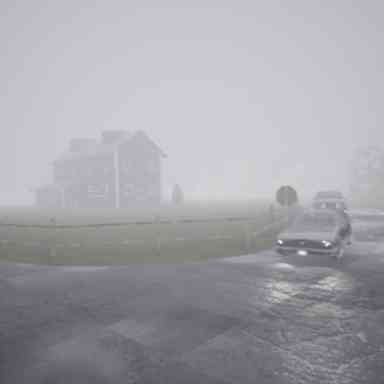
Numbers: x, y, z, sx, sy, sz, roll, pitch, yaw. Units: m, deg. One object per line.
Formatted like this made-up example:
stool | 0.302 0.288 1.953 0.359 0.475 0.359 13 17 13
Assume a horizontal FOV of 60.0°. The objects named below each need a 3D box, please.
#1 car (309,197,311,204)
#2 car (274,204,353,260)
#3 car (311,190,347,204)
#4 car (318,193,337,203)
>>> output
car | 14.783 0.966 38.931 2.128 1.511 4.902 -2 0 15
car | 4.670 1.383 12.146 2.033 1.411 5.357 -1 0 32
car | 10.317 0.864 25.115 2.150 2.045 5.566 -1 0 20
car | 20.737 0.833 50.986 1.994 1.385 4.181 -2 0 12
